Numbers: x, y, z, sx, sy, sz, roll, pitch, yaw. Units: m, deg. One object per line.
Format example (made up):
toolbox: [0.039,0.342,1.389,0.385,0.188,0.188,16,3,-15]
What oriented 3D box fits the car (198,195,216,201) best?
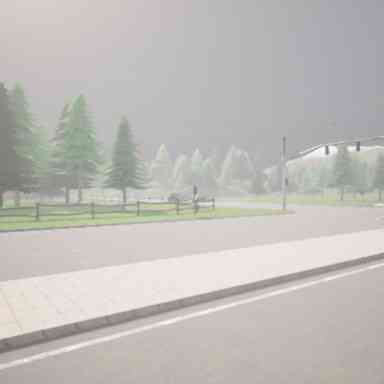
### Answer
car: [3.239,1.365,71.866,1.837,1.490,4.892,0,0,-35]

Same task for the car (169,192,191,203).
car: [-2.506,1.110,67.858,2.150,2.045,5.566,0,0,-35]
